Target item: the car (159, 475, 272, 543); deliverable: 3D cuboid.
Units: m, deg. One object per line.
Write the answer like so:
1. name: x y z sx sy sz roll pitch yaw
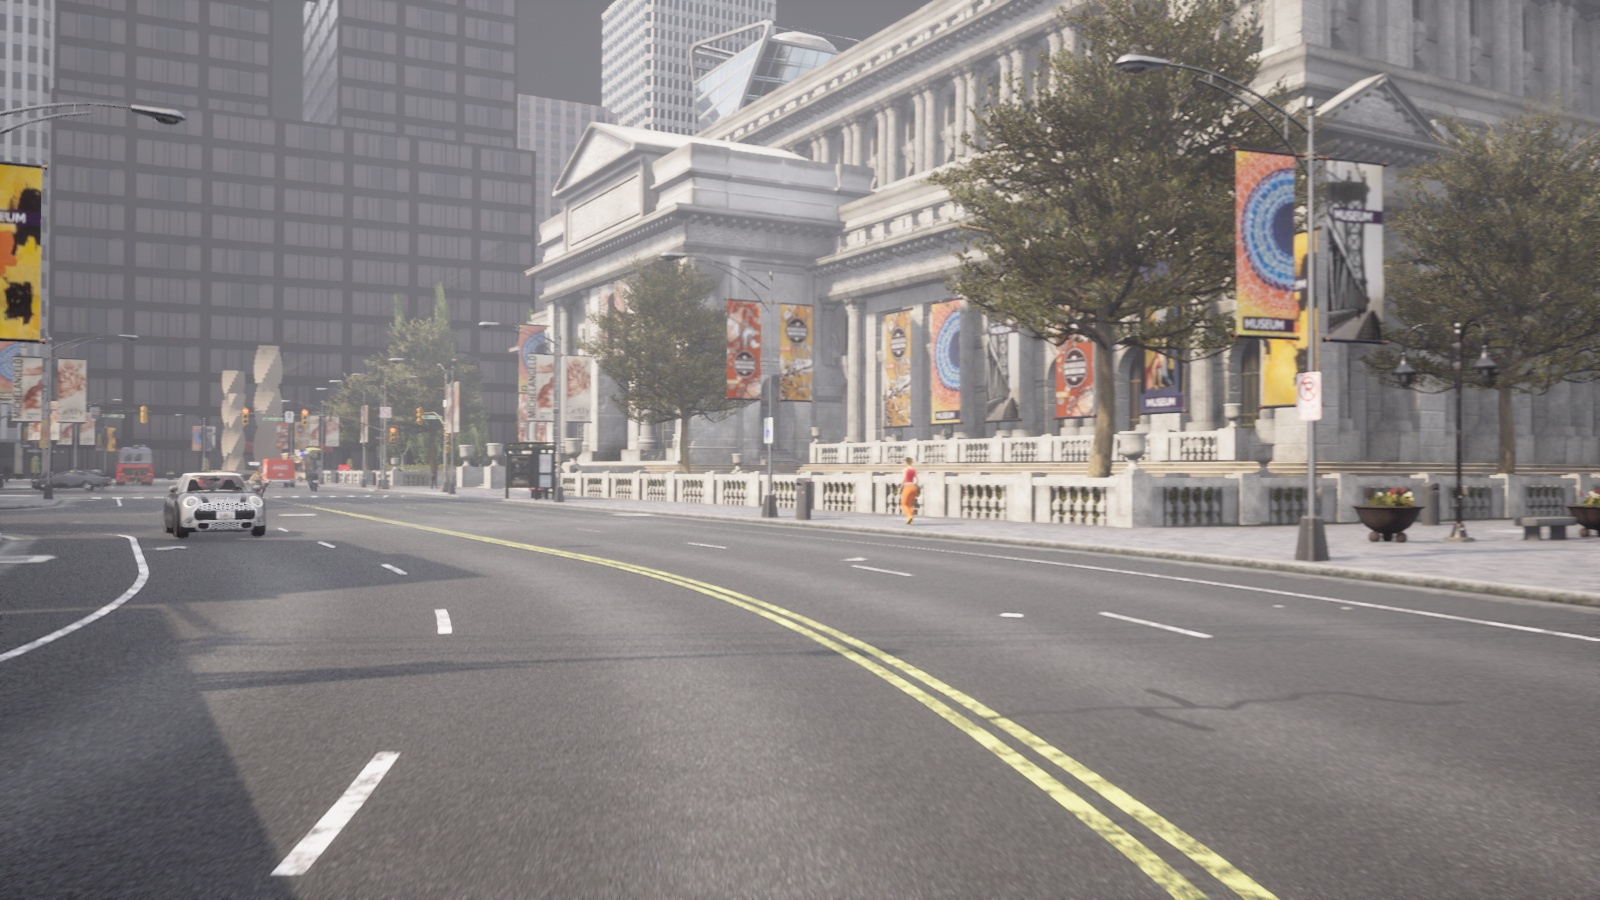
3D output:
1. car: -13.848 1.344 29.660 1.970 1.475 3.806 0 -1 -32

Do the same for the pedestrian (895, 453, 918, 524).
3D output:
1. pedestrian: 2.787 1.009 32.922 0.345 1.836 0.594 0 -1 -27
